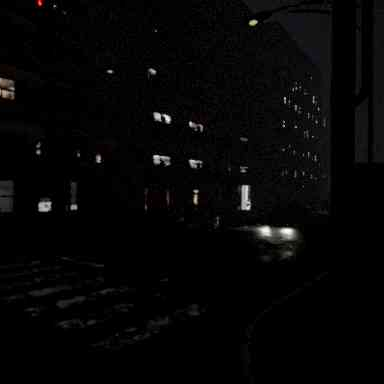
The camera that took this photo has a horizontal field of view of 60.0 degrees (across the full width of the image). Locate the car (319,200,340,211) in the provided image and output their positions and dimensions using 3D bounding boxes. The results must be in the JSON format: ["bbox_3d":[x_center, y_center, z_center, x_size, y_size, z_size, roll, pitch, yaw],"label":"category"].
[{"bbox_3d":[19.580,1.924,47.339,1.752,1.417,4.829,0,-1,35],"label":"car"}]

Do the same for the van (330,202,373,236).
[{"bbox_3d":[9.842,1.565,19.949,1.690,1.788,3.998,0,-1,37],"label":"van"}]

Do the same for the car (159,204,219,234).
[{"bbox_3d":[-0.136,1.542,20.080,1.967,1.590,4.097,0,-1,38],"label":"car"}]

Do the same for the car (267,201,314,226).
[{"bbox_3d":[7.498,1.669,25.802,1.882,1.535,5.008,1,0,37],"label":"car"}]

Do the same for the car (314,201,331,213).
[{"bbox_3d":[16.452,1.902,42.877,2.008,1.369,4.403,0,-1,35],"label":"car"}]

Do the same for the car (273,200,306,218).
[{"bbox_3d":[9.925,1.692,33.680,1.967,1.590,4.097,0,-1,36],"label":"car"}]
